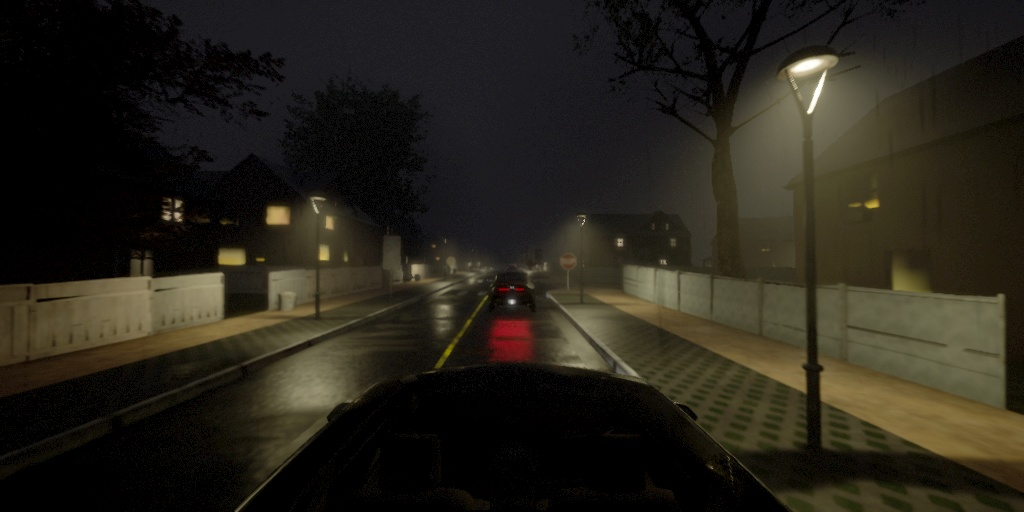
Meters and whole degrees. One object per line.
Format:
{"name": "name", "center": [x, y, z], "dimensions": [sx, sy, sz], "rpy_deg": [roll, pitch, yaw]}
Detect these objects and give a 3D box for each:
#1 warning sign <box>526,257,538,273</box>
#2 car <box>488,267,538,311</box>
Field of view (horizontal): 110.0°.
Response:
{"name": "warning sign", "center": [2.519, 1.413, 47.880], "dimensions": [1.300, 1.860, 1.060], "rpy_deg": [0, 0, 0]}
{"name": "car", "center": [0.026, 1.410, 15.308], "dimensions": [1.837, 1.490, 4.892], "rpy_deg": [0, 0, 1]}
